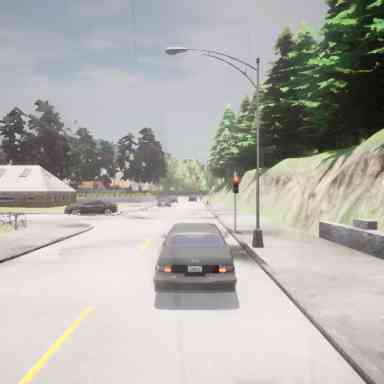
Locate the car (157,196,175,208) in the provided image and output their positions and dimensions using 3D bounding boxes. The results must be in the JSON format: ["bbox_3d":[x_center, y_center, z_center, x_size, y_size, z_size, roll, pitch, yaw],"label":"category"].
[{"bbox_3d":[-4.008,1.490,48.621,2.128,1.511,4.902,0,0,0],"label":"car"}]

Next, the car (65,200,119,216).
[{"bbox_3d":[-9.519,1.506,31.807,4.892,1.490,1.837,0,4,-16],"label":"car"}]

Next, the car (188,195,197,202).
[{"bbox_3d":[0.137,1.516,75.751,2.128,1.511,4.902,0,0,0],"label":"car"}]

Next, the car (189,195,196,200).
[{"bbox_3d":[0.156,1.408,86.111,1.812,1.442,4.674,0,0,0],"label":"car"}]

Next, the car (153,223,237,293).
[{"bbox_3d":[0.075,1.547,8.997,2.033,1.411,5.357,0,0,0],"label":"car"}]

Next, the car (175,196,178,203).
[{"bbox_3d":[-3.897,1.564,67.628,1.994,1.385,4.181,0,0,1],"label":"car"}]
